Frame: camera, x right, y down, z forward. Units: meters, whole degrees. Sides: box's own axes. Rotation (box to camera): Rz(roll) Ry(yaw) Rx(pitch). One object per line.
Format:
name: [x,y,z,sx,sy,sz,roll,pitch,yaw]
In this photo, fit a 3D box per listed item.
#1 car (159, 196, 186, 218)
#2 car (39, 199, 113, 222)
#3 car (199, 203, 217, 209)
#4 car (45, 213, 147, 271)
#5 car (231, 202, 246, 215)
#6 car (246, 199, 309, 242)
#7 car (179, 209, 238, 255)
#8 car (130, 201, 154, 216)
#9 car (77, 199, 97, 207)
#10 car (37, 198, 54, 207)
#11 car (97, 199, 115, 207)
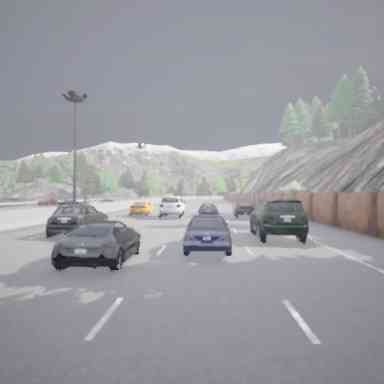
car: [-1.906,1.444,32.861,2.150,2.045,5.566,0,0,3]
car: [-6.126,1.461,18.342,2.097,1.767,4.553,0,0,3]
car: [1.645,1.808,34.298,1.994,1.385,4.181,0,0,2]
car: [-2.995,1.634,11.255,1.994,1.385,4.181,0,0,3]
car: [5.116,1.755,33.445,1.837,1.490,4.892,0,0,2]
car: [4.332,1.356,17.251,2.150,2.045,5.566,0,-1,3]
car: [0.643,1.647,13.791,2.033,1.411,5.357,0,0,3]
car: [-5.307,1.707,35.513,1.882,1.535,5.008,0,0,2]
car: [-18.725,1.950,59.284,1.895,1.301,4.718,0,0,2]
car: [-25.711,1.804,59.430,1.882,1.535,5.008,0,0,2]
car: [-15.235,1.924,59.262,1.994,1.385,4.181,0,0,2]
